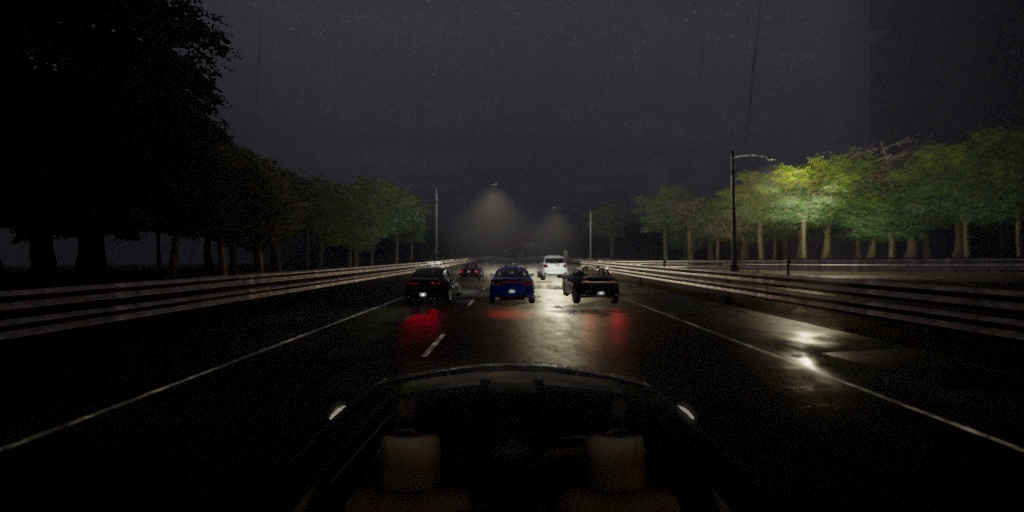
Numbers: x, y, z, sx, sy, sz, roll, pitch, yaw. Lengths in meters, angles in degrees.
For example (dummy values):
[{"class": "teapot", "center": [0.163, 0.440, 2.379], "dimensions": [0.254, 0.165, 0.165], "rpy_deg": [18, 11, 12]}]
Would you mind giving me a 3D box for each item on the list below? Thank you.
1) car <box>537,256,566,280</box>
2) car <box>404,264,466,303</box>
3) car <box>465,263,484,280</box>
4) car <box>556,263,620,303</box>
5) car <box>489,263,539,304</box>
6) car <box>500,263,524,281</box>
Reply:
[{"class": "car", "center": [3.500, 1.004, 31.530], "dimensions": [2.150, 2.045, 5.566], "rpy_deg": [0, 0, 0]}, {"class": "car", "center": [-3.500, 1.266, 16.500], "dimensions": [1.837, 1.490, 4.892], "rpy_deg": [0, 0, 0]}, {"class": "car", "center": [-3.500, 1.310, 31.500], "dimensions": [2.033, 1.411, 5.357], "rpy_deg": [0, 0, 0]}, {"class": "car", "center": [3.500, 1.245, 16.500], "dimensions": [2.128, 1.511, 4.902], "rpy_deg": [0, 0, 0]}, {"class": "car", "center": [0.000, 1.235, 16.500], "dimensions": [1.882, 1.535, 5.008], "rpy_deg": [0, 0, 0]}, {"class": "car", "center": [0.000, 1.319, 31.500], "dimensions": [1.994, 1.385, 4.181], "rpy_deg": [0, 0, 0]}]
